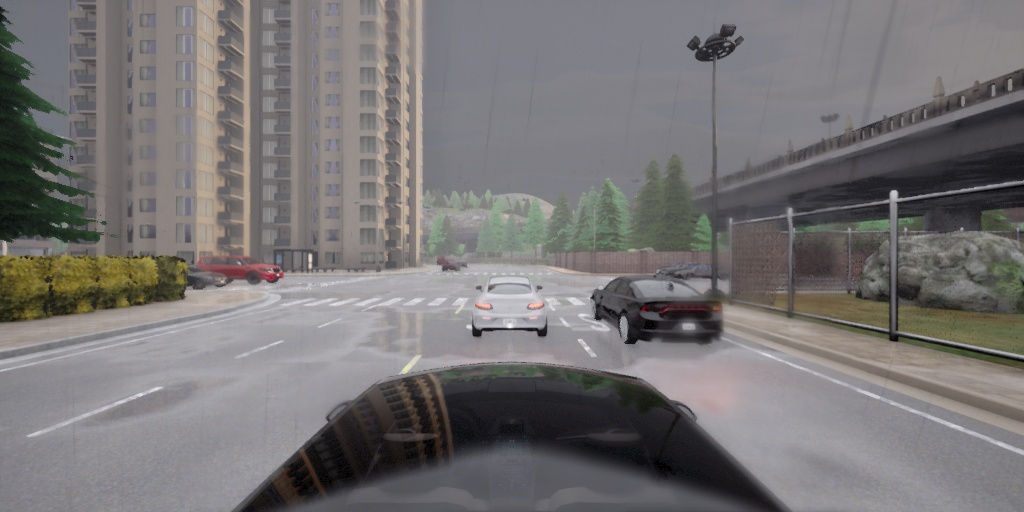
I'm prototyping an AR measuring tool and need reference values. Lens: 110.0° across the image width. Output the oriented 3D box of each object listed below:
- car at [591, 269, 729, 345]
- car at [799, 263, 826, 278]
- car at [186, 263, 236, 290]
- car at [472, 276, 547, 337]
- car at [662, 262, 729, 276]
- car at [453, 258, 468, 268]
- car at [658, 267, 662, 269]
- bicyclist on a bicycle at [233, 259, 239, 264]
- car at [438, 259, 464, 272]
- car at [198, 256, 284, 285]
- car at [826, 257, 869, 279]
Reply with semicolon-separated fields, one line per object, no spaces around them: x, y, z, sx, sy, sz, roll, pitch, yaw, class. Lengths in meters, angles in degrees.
3.457;1.226;9.503;1.882;1.535;5.008;0;0;0;car
29.583;1.362;33.759;4.181;1.385;1.994;0;0;-1;car
-20.447;1.326;22.423;4.674;1.442;1.812;0;0;-1;car
-0.074;1.274;10.161;1.812;1.442;4.674;0;0;-1;car
15.915;1.346;30.088;5.357;1.411;2.033;0;0;-1;car
-8.265;1.283;59.019;2.033;1.411;5.357;0;0;-6;car
16.083;1.289;33.590;4.902;1.511;2.128;0;0;-1;car
-29.112;1.097;37.787;0.582;1.620;1.656;0;0;-1;bicyclist on a bicycle
-7.783;1.340;46.106;1.895;1.301;4.718;0;0;-1;car
-19.707;1.020;25.925;5.566;2.045;2.150;0;0;-1;car
30.400;1.020;30.274;5.566;2.045;2.150;0;0;-1;car
